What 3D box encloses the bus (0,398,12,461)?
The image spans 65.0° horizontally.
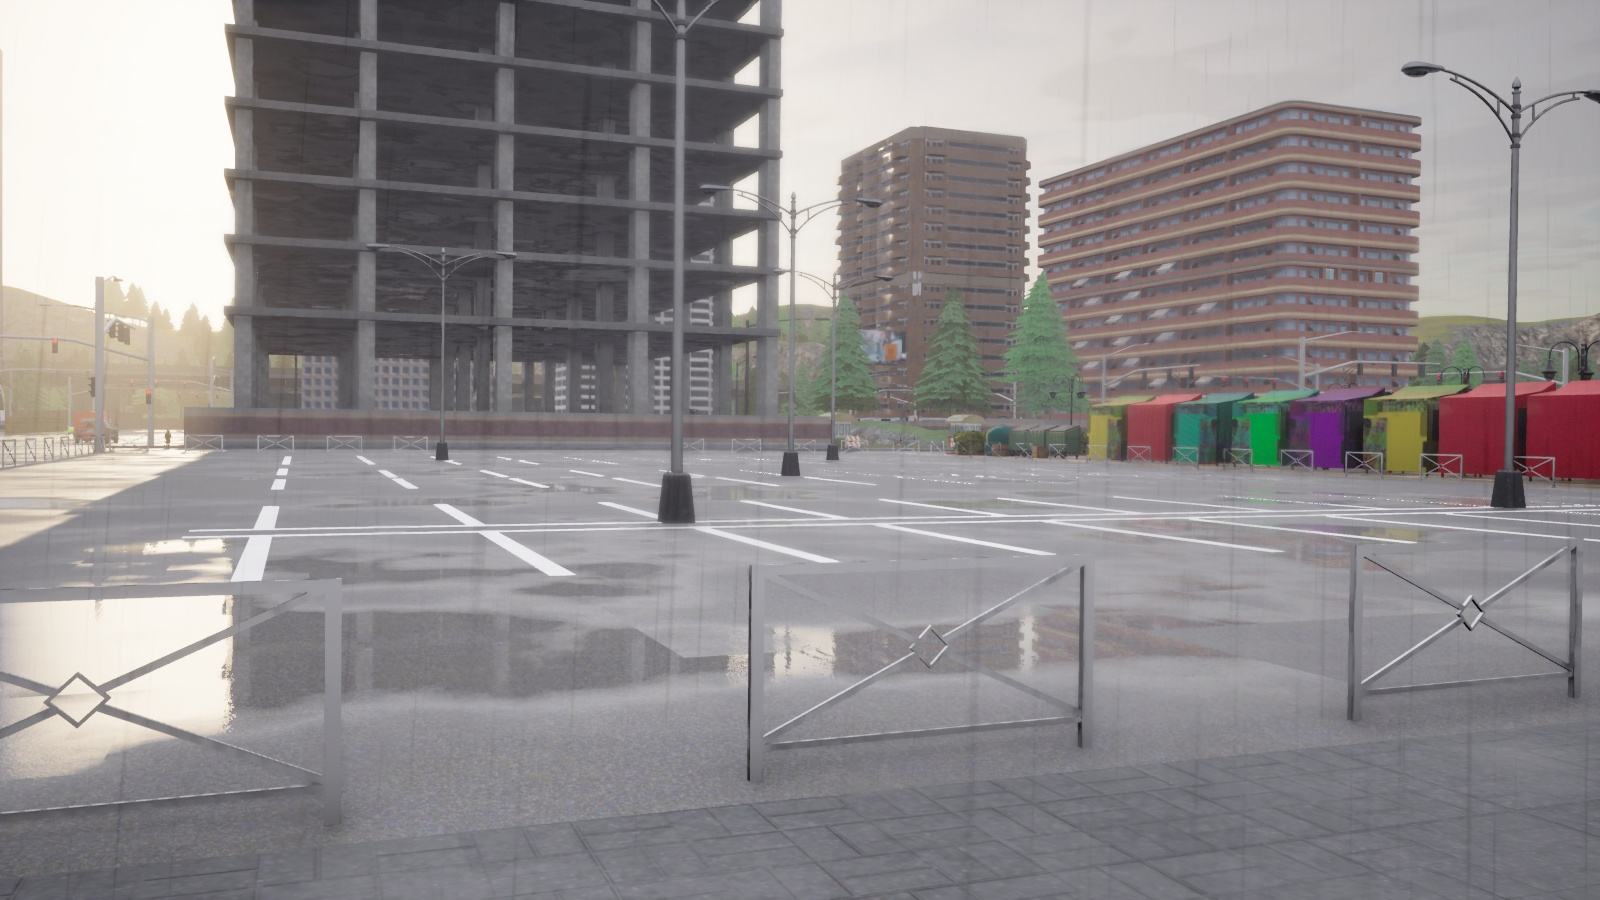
[{"bbox_3d":[-54.720,-1.317,81.763,3.944,4.253,10.273,-1,1,-22],"label":"bus"}]
